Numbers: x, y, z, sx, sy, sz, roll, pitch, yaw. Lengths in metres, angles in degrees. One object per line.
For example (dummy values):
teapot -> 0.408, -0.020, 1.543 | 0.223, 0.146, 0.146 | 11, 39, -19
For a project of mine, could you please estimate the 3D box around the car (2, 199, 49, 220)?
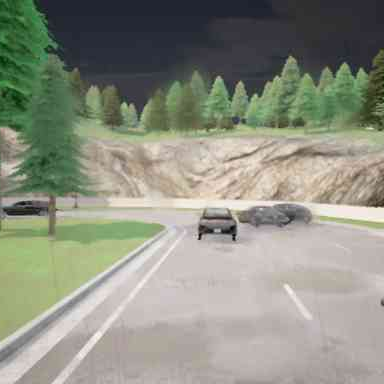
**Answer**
car -> -13.559, 1.374, 26.768 | 4.892, 1.490, 1.837 | 1, -2, -29

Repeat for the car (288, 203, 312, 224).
car -> 7.000, 1.583, 25.255 | 1.837, 1.490, 4.892 | 2, -1, -20

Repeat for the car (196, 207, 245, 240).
car -> 1.246, 1.509, 17.160 | 2.128, 1.511, 4.902 | 1, 0, 3

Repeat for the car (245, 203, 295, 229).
car -> 4.508, 1.599, 22.392 | 2.033, 1.411, 5.357 | 1, 0, -11

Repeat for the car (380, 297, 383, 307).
car -> 3.794, 1.640, 3.099 | 1.895, 1.301, 4.718 | 1, 0, 3
